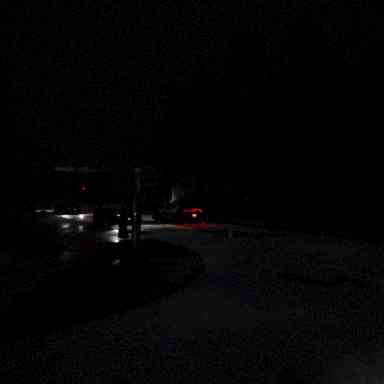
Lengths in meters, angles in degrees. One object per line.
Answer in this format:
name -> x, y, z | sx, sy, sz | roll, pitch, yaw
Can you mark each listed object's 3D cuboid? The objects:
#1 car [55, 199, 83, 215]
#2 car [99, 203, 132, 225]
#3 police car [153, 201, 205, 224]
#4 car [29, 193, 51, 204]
car -> -12.903, 1.503, 34.675 | 1.837, 1.490, 4.892 | 0, 0, -35
car -> -5.574, 1.526, 24.270 | 1.812, 1.442, 4.674 | 0, 0, -35
police car -> -1.219, 1.509, 25.209 | 2.038, 1.542, 4.974 | 0, 0, -35
car -> -21.515, 1.095, 47.046 | 2.150, 2.045, 5.566 | 0, 0, -35
